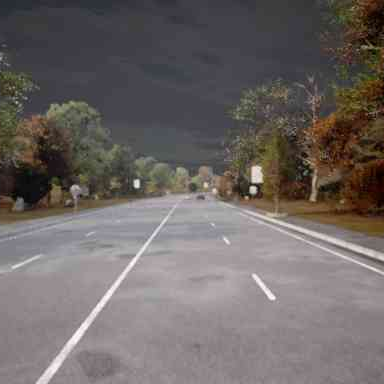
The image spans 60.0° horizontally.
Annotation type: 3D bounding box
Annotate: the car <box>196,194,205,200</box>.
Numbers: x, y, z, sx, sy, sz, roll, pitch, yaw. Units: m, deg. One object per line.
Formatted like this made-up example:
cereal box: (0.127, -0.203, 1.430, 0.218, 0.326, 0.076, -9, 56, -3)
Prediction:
car: (2.235, 1.278, 82.949, 1.837, 1.490, 4.892, 0, 0, -1)

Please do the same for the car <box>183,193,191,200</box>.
car: (-1.271, 1.404, 83.333, 1.895, 1.301, 4.718, 0, 0, -1)

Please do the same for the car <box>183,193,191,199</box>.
car: (-1.430, 1.060, 93.278, 2.097, 1.767, 4.553, 0, 0, -1)

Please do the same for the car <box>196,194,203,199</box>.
car: (2.071, 1.259, 93.390, 1.895, 1.301, 4.718, 0, 0, -1)
